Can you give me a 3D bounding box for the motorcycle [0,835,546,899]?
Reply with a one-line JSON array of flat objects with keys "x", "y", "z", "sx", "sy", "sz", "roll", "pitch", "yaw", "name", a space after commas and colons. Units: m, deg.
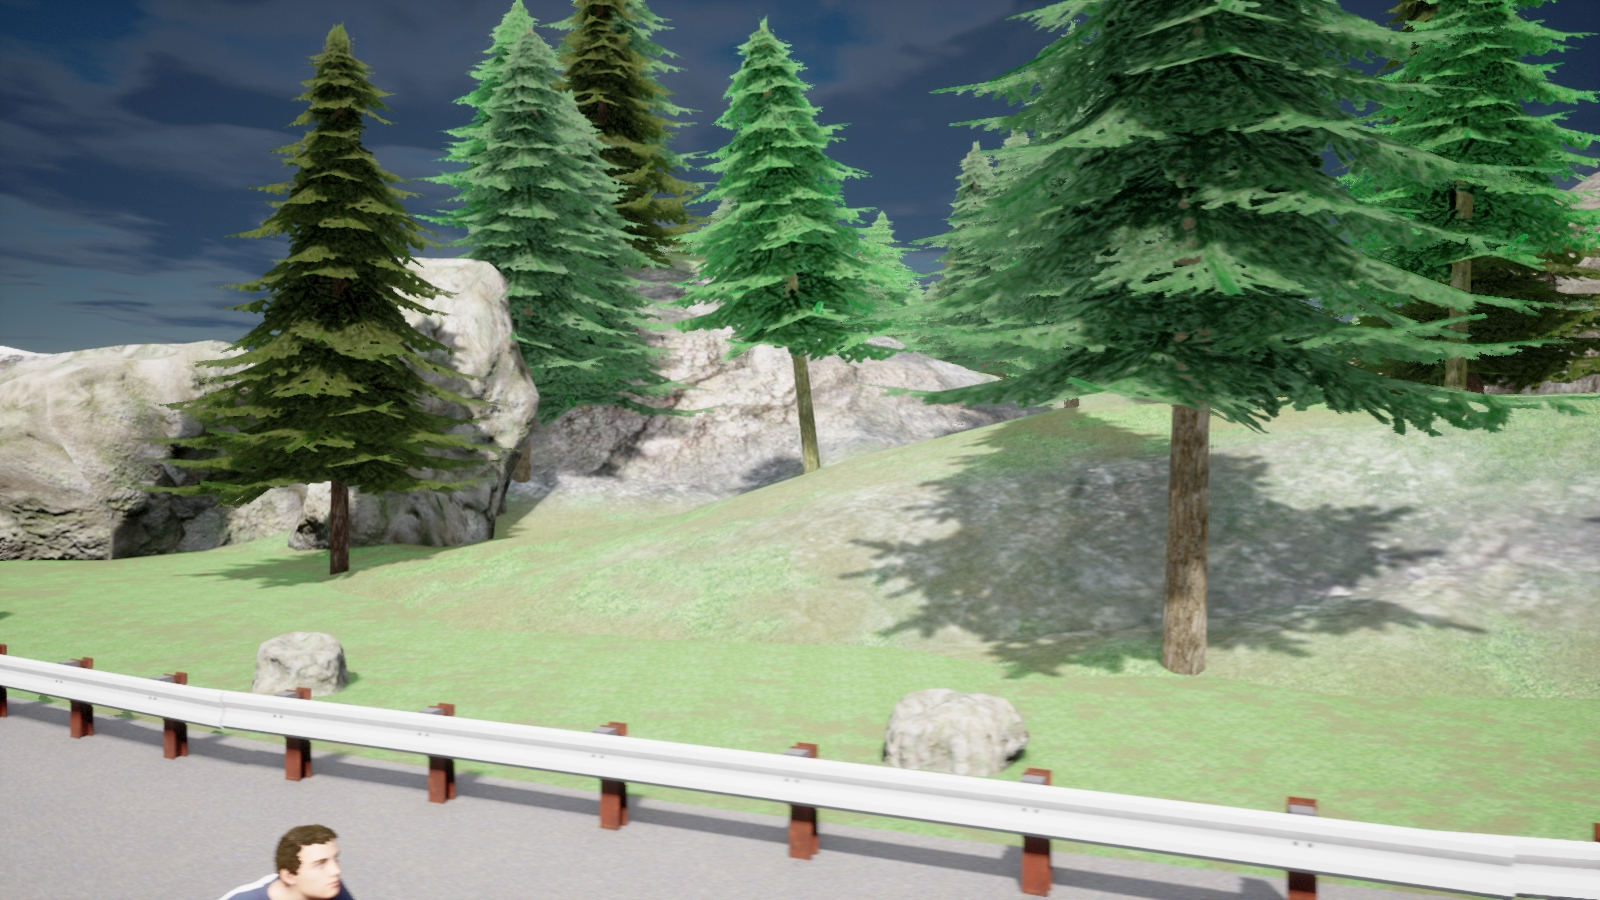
[{"x": -1.767, "y": 2.179, "z": 3.911, "sx": 2.033, "sy": 1.217, "sz": 0.803, "roll": 0, "pitch": 0, "yaw": 22, "name": "motorcycle"}]
